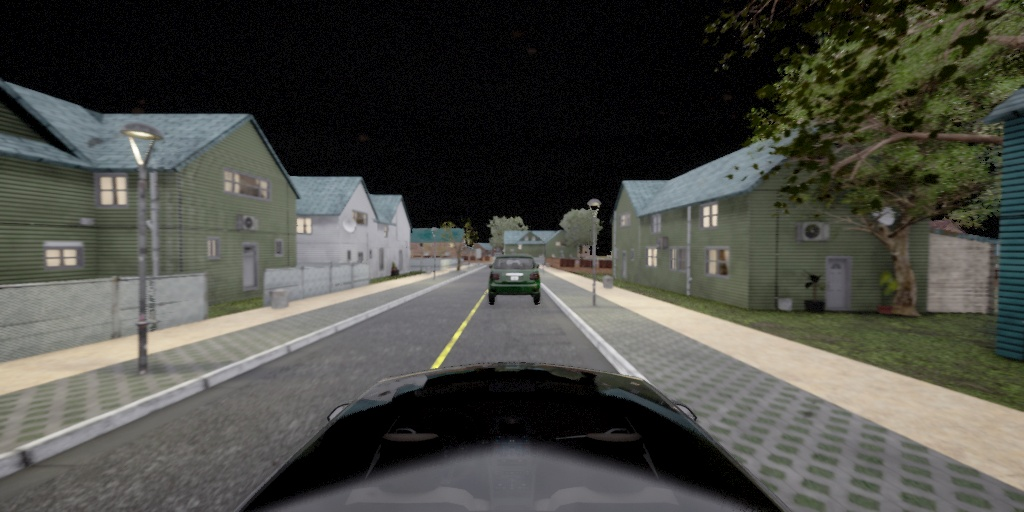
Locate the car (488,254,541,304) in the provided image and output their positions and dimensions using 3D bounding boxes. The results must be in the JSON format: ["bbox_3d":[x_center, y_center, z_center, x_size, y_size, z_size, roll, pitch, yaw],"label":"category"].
[{"bbox_3d":[0.099,0.944,16.397,2.150,2.045,5.566,0,0,0],"label":"car"}]
